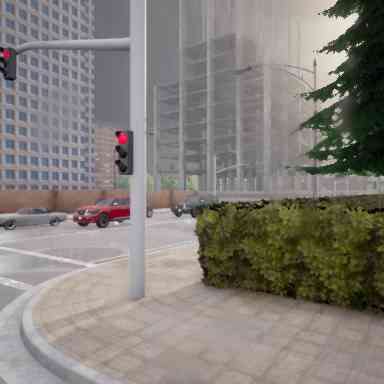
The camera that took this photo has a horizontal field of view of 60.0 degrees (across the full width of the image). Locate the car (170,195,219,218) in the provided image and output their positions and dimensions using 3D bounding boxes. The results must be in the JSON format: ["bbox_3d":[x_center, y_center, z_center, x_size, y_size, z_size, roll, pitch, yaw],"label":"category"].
[{"bbox_3d":[0.539,1.277,31.582,2.150,2.045,5.566,0,0,36],"label":"car"}]

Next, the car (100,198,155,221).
[{"bbox_3d":[-5.526,1.407,29.115,2.097,1.767,4.553,0,0,35],"label":"car"}]

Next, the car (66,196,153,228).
[{"bbox_3d":[-5.495,1.277,23.153,2.150,2.045,5.566,0,0,33],"label":"car"}]

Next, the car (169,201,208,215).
[{"bbox_3d":[-0.300,1.656,36.430,1.895,1.301,4.718,0,0,36],"label":"car"}]

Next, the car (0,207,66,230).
[{"bbox_3d":[-10.737,1.656,21.785,1.895,1.301,4.718,0,0,35],"label":"car"}]
